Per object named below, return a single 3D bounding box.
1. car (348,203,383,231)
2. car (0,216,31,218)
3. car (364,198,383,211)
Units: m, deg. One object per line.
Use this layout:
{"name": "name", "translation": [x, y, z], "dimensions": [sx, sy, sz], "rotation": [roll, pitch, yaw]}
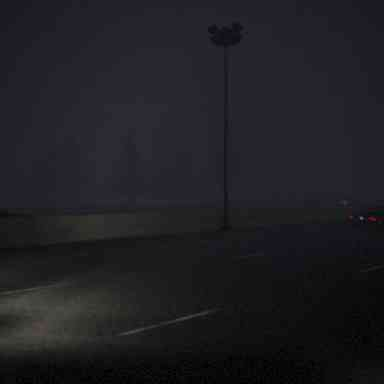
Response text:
{"name": "car", "translation": [11.937, 1.583, 20.866], "dimensions": [5.357, 1.411, 2.033], "rotation": [0, 0, -35]}
{"name": "car", "translation": [-11.275, 1.533, 17.447], "dimensions": [5.357, 1.411, 2.033], "rotation": [0, 0, -36]}
{"name": "car", "translation": [24.281, 1.579, 42.758], "dimensions": [4.892, 1.490, 1.837], "rotation": [0, 0, -35]}
